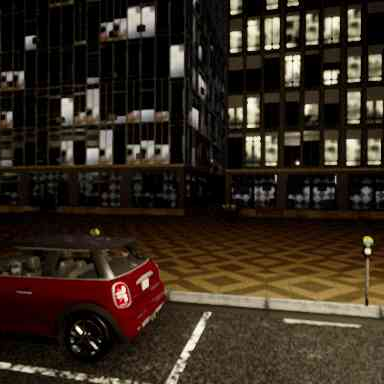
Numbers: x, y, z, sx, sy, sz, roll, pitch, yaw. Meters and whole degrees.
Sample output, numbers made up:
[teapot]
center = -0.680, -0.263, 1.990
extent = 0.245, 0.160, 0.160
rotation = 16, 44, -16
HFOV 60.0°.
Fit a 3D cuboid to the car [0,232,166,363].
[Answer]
[car]
center = -2.600, 1.436, 5.556
extent = 4.097, 1.590, 1.967
rotation = 0, 0, 14
